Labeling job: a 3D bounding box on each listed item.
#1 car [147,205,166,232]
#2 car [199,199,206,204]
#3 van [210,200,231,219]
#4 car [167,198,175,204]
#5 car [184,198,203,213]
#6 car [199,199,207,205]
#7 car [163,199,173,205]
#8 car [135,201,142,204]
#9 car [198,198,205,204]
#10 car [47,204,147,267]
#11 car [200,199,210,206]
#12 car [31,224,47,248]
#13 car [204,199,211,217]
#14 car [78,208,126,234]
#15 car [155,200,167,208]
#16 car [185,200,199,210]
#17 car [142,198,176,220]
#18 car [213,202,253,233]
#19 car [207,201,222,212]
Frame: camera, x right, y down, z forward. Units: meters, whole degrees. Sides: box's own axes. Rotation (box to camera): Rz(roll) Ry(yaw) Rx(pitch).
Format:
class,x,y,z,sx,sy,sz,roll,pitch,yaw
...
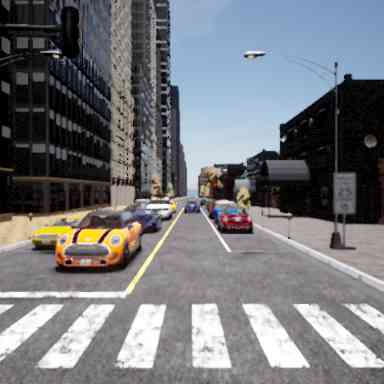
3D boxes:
class,x,y,z,sx,sy,sz,roll,pitch,yaw
car,-3.080,1.794,21.752,1.994,1.385,4.181,0,-1,0
car,2.719,2.528,89.185,1.802,1.307,4.206,-1,-1,0
van,2.687,1.628,27.106,1.690,1.788,3.998,-1,-1,0
car,-5.630,2.386,89.245,1.967,1.590,4.097,-1,-1,0
car,0.019,1.817,43.991,2.097,1.767,4.553,0,-1,0
car,2.716,2.430,83.541,1.887,1.381,4.507,-1,-1,0
car,-5.634,2.392,77.956,1.947,1.339,4.313,-1,-1,0
car,-5.654,1.912,32.806,1.947,1.339,4.313,-1,-1,0
car,2.721,2.533,94.999,1.752,1.417,4.829,-1,-1,0
car,-3.093,1.478,11.910,2.097,1.767,4.553,0,-1,0
car,2.711,2.331,72.254,1.947,1.339,4.313,-1,-1,0
car,-5.833,1.692,15.705,1.752,1.417,4.829,-1,-1,0
car,2.689,1.661,32.750,2.192,1.841,5.009,-1,-1,0
car,-5.659,1.793,21.518,1.947,1.339,4.313,-1,-1,0
car,-5.642,2.169,60.855,1.752,1.417,4.829,-1,-1,0
car,0.024,2.049,52.803,2.128,1.511,4.902,0,-1,0
car,-3.072,1.561,32.176,2.150,2.045,5.566,0,-1,0
car,2.686,1.668,21.461,1.967,1.590,4.097,-1,-1,0
car,3.167,2.004,47.367,1.837,1.490,4.892,0,-1,0
